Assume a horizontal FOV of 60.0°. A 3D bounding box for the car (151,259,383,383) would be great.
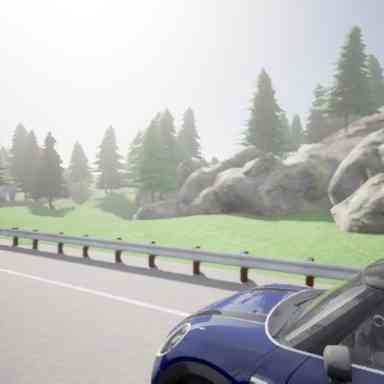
[{"bbox_3d":[1.819,1.345,2.580,4.553,1.767,2.097,0,0,36],"label":"car"}]
